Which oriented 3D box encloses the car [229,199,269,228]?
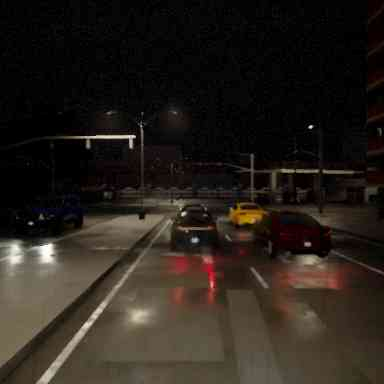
[{"bbox_3d":[3.598,1.464,22.089,1.882,1.535,5.008,0,0,0],"label":"car"}]

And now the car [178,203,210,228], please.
[{"bbox_3d":[0.099,1.550,22.764,1.994,1.385,4.181,0,0,-1],"label":"car"}]

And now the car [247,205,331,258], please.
[{"bbox_3d":[3.597,1.470,12.837,1.882,1.535,5.008,0,0,0],"label":"car"}]

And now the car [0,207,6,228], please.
[{"bbox_3d":[-11.513,1.514,18.276,1.812,1.442,4.674,0,0,0],"label":"car"}]

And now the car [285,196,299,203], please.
[{"bbox_3d":[18.945,1.417,63.106,1.970,1.475,3.806,0,0,0],"label":"car"}]

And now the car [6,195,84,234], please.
[{"bbox_3d":[-8.003,1.205,19.279,2.150,2.045,5.566,0,0,0],"label":"car"}]

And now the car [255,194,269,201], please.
[{"bbox_3d":[13.200,1.256,62.343,2.242,1.667,4.611,0,0,0],"label":"car"}]

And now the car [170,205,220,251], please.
[{"bbox_3d":[0.098,1.483,13.996,2.128,1.511,4.902,0,0,0],"label":"car"}]
